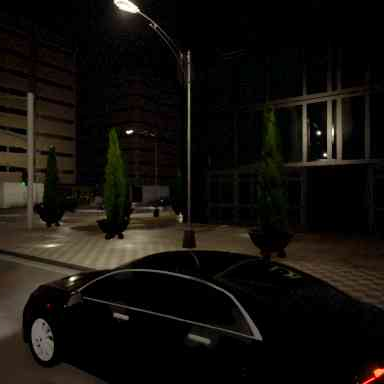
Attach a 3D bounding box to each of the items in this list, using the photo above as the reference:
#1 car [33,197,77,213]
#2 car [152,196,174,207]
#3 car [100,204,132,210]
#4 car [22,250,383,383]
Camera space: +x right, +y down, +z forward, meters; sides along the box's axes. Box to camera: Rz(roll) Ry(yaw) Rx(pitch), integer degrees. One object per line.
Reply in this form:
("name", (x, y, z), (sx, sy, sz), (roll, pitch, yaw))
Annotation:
("car", (-15.016, 1.407, 36.522), (2.097, 1.767, 4.553), (0, 0, 35))
("car", (-4.129, 1.407, 51.950), (2.097, 1.767, 4.553), (0, 0, 35))
("car", (-9.894, 1.580, 43.774), (1.812, 1.442, 4.674), (0, 0, 35))
("car", (-0.196, 1.505, 4.129), (4.892, 1.490, 1.837), (0, 0, 36))
